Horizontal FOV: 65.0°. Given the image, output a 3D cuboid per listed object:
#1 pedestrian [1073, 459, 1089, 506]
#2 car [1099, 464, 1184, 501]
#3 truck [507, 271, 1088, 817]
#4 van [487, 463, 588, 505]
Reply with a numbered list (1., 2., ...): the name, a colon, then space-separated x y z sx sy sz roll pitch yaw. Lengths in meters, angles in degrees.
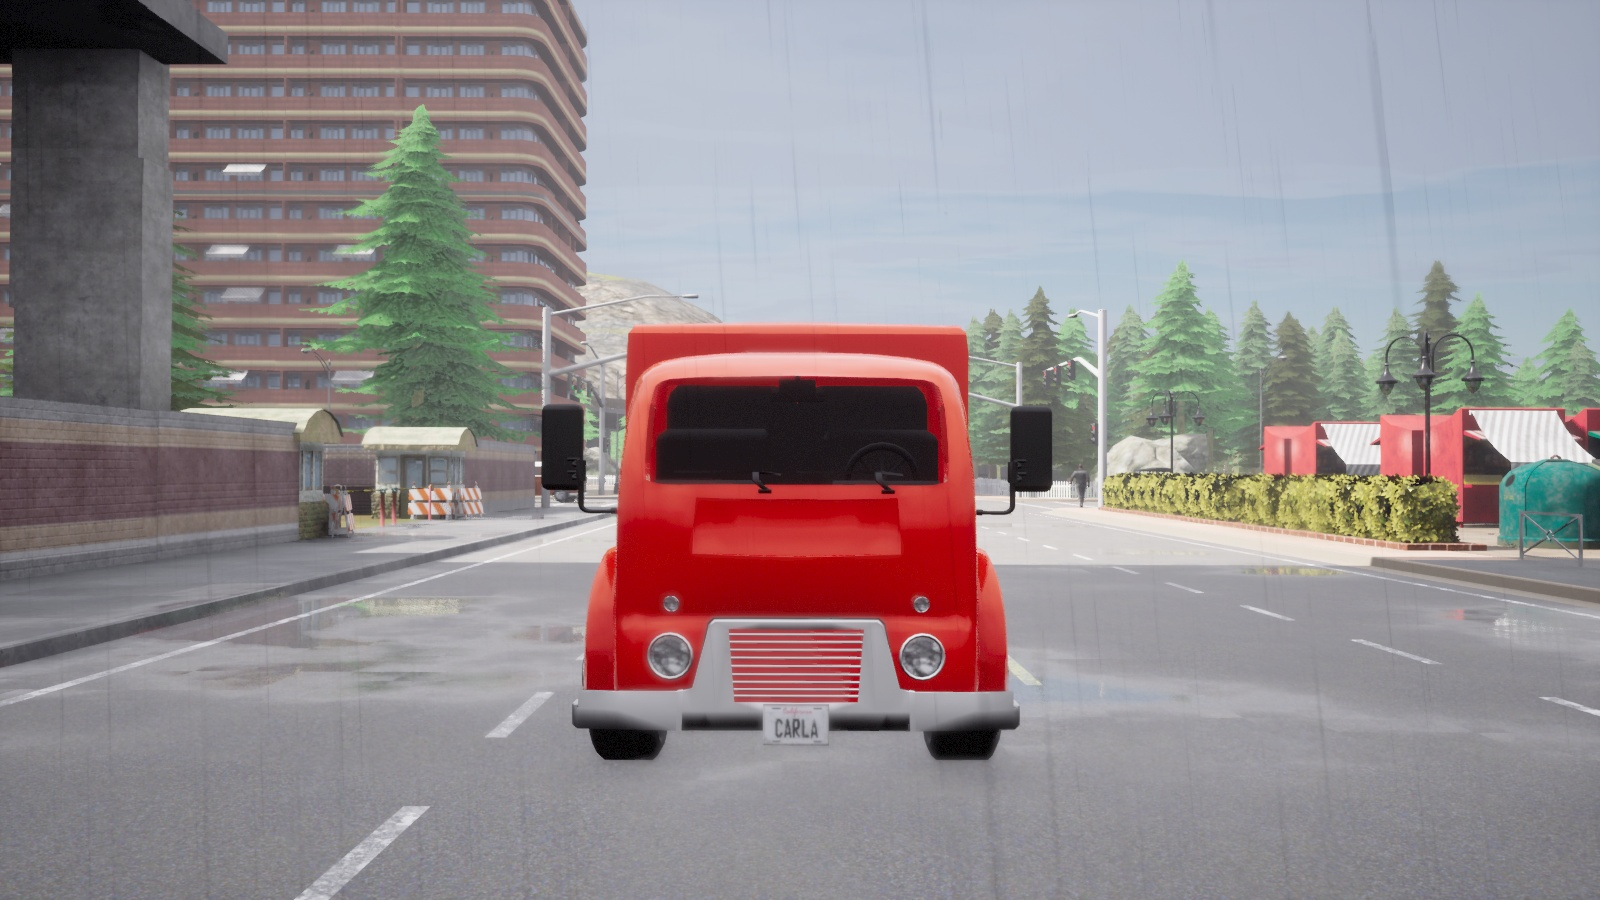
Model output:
1. pedestrian: 11.335 1.322 50.643 0.563 1.883 0.849 0 -1 7
2. car: 17.759 1.690 65.387 3.866 1.878 1.905 0 -1 0
3. truck: -0.022 0.467 8.307 2.627 2.467 5.204 0 -1 0
4. van: -12.911 1.684 61.996 4.480 2.038 2.069 0 -1 3
